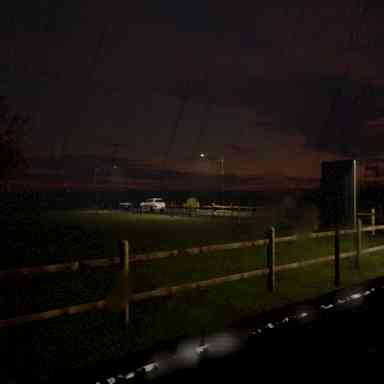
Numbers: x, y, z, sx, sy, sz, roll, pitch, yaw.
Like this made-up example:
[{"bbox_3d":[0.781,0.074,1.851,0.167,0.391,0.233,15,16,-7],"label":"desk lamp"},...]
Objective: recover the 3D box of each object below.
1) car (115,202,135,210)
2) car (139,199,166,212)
[{"bbox_3d":[-12.428,2.629,61.788,2.033,1.411,5.357,0,-1,-34],"label":"car"},{"bbox_3d":[-6.347,2.092,53.006,2.150,2.045,5.566,0,-1,-36],"label":"car"}]
